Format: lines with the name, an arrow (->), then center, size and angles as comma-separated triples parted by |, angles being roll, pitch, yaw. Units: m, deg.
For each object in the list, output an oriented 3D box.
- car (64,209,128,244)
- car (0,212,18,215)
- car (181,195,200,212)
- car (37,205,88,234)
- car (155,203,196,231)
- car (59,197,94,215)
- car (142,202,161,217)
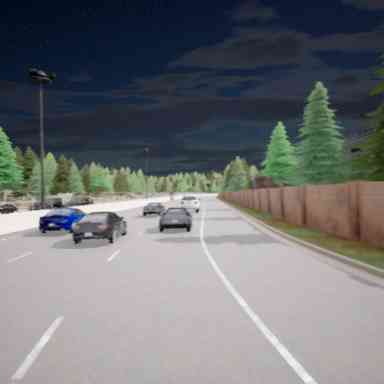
car -> -4.516, 1.693, 16.769 | 1.812, 1.442, 4.674 | -1, 0, 0
car -> -21.537, 2.120, 37.468 | 1.837, 1.490, 4.892 | -1, 0, 3
car -> -0.204, 1.398, 40.716 | 2.150, 2.045, 5.566 | -1, 0, 2
car -> -7.953, 1.737, 21.440 | 1.882, 1.535, 5.008 | -1, 0, 1
car -> -0.957, 1.675, 21.394 | 1.994, 1.385, 4.181 | -1, 0, 2
car -> -14.356, 1.704, 41.700 | 2.150, 2.045, 5.566 | -1, -1, 3
car -> -3.942, 1.780, 35.088 | 2.033, 1.411, 5.357 | -1, 0, 2
